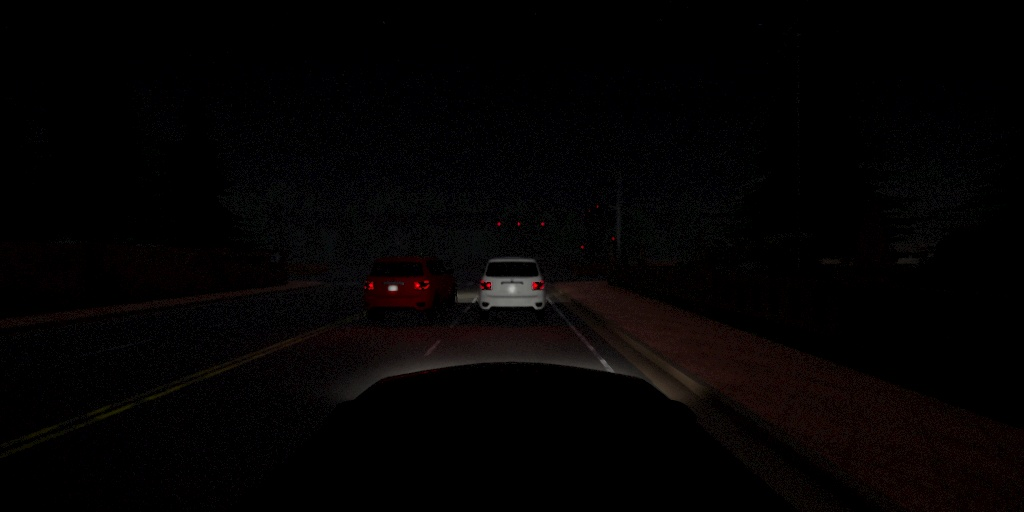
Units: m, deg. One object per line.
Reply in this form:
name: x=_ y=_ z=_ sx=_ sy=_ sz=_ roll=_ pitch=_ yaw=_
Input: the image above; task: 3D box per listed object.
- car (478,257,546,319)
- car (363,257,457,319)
car: x=0.027 y=1.044 z=13.260 sx=2.150 sy=2.045 sz=5.566 roll=0 pitch=0 yaw=0
car: x=-3.473 y=1.043 z=13.206 sx=2.150 sy=2.045 sz=5.566 roll=0 pitch=0 yaw=0
